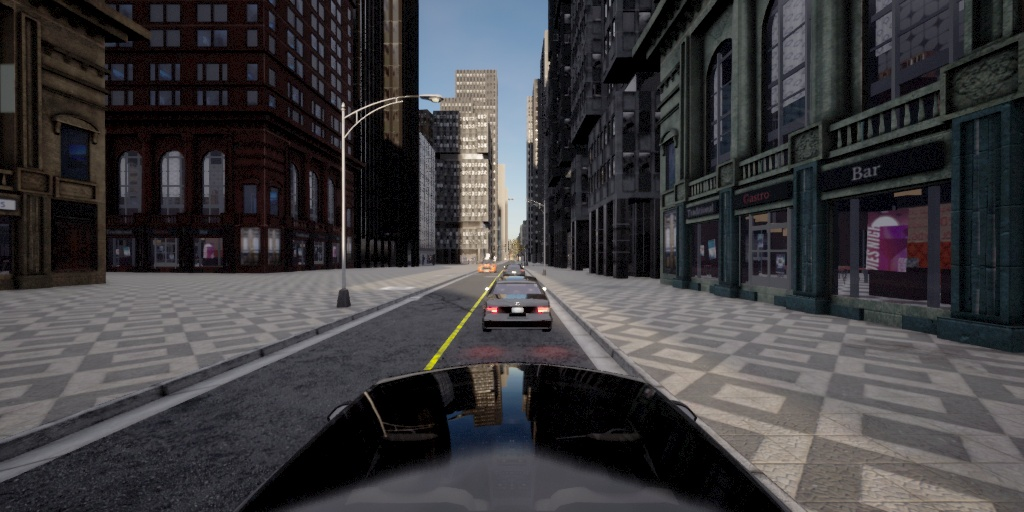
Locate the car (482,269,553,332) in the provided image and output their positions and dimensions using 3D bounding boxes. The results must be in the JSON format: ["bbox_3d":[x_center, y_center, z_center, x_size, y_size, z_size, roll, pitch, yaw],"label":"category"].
[{"bbox_3d":[0.124,1.303,10.838,2.033,1.411,5.357,0,0,0],"label":"car"}]

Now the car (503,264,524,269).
[{"bbox_3d":[0.178,1.366,32.484,1.994,1.385,4.181,0,0,0],"label":"car"}]

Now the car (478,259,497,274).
[{"bbox_3d":[-2.984,1.224,44.067,2.097,1.767,4.553,0,0,0],"label":"car"}]
